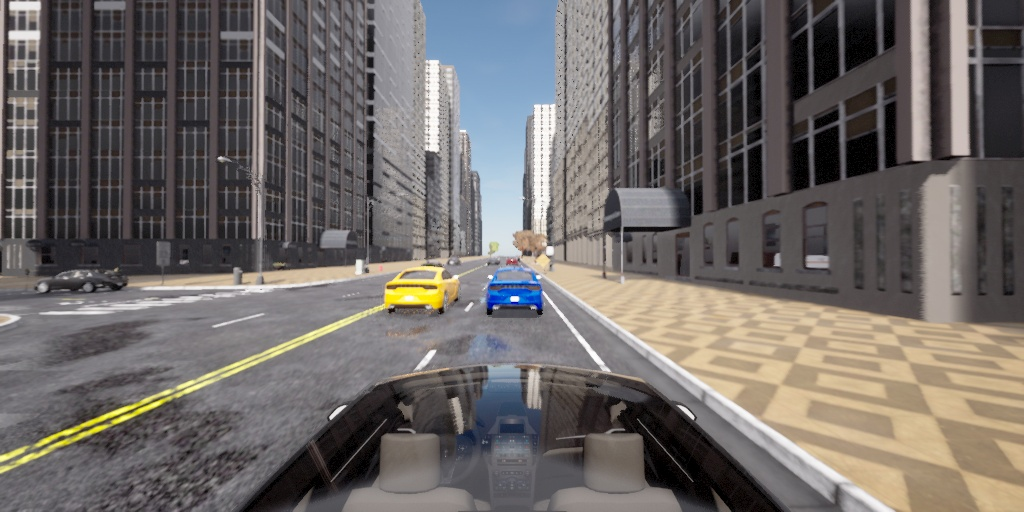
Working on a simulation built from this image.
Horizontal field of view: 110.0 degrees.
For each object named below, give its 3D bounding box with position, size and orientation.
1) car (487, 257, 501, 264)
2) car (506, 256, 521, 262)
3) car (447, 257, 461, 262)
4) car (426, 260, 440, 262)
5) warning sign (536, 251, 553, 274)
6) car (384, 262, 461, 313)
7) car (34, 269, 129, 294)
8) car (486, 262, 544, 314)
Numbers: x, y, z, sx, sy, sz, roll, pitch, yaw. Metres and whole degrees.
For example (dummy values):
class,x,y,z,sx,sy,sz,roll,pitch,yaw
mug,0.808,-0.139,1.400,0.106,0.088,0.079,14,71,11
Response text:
class,x,y,z,sx,sy,sz,roll,pitch,yaw
car,-3.247,0.979,62.520,1.994,1.385,4.181,0,0,0
car,0.003,0.767,62.489,2.097,1.767,4.553,0,0,0
car,-9.780,0.916,60.806,2.128,1.511,4.902,0,0,1
car,-9.834,1.118,43.918,1.895,1.301,4.718,0,0,0
warning sign,2.851,0.694,32.706,1.300,1.860,1.060,0,0,0
car,-3.156,1.149,13.493,1.882,1.535,5.008,0,0,0
car,-25.663,1.469,21.440,4.403,1.370,2.007,0,0,-1
car,0.094,1.159,13.486,1.882,1.535,5.008,0,0,0
